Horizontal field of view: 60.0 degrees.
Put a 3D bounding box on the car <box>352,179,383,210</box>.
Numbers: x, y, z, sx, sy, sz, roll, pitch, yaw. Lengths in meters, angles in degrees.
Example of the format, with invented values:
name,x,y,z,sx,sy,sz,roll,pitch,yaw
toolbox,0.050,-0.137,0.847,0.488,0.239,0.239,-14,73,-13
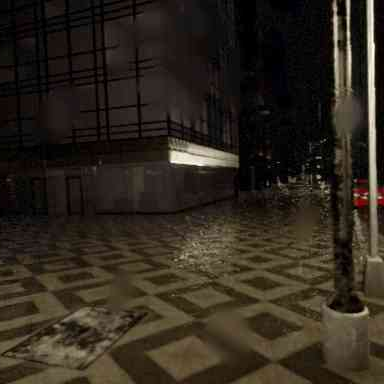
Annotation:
name,x,y,z,sx,sy,sz,roll,pitch,yaw
car,12.459,0.114,23.962,2.150,2.045,5.566,-1,2,19

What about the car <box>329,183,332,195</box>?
name,x,y,z,sx,sy,sz,roll,pitch,yaw
car,18.962,-0.549,43.121,2.097,1.767,4.553,-1,2,19
